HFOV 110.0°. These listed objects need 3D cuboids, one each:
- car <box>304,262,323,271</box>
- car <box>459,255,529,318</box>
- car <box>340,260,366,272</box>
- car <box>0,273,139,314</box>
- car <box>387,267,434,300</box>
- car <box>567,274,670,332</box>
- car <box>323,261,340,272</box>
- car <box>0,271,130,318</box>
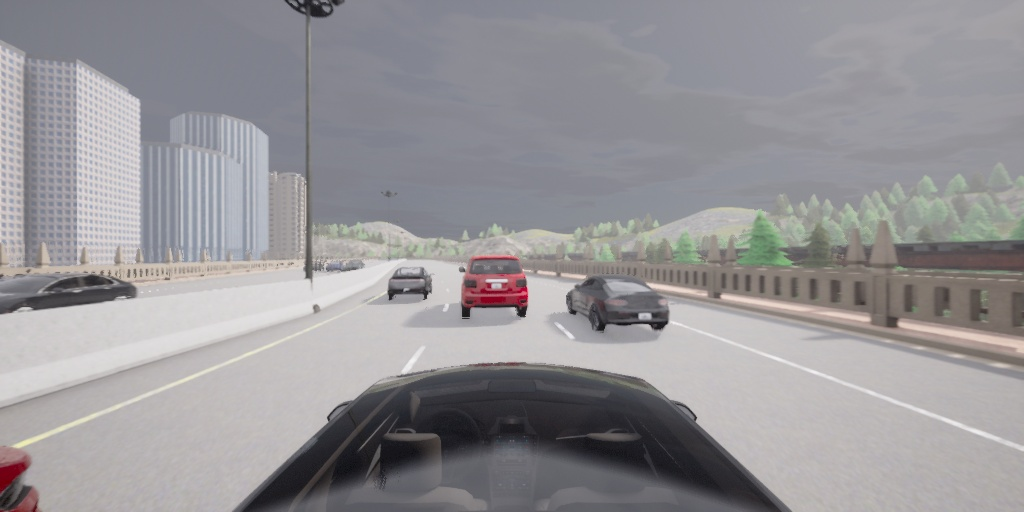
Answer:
[{"bbox_3d":[-29.306,1.523,53.260,1.994,1.385,4.181,0,0,-16],"label":"car"},{"bbox_3d":[-0.777,0.995,13.373,2.150,2.045,5.566,0,0,-7],"label":"car"},{"bbox_3d":[-19.486,1.256,44.600,2.097,1.767,4.553,0,0,-16],"label":"car"},{"bbox_3d":[-14.836,1.334,11.470,1.837,1.490,4.892,0,0,-7],"label":"car"},{"bbox_3d":[-5.052,1.291,18.146,2.128,1.511,4.902,0,0,-10],"label":"car"},{"bbox_3d":[2.981,1.279,10.825,1.812,1.442,4.674,0,0,-5],"label":"car"},{"bbox_3d":[-24.940,1.463,50.761,1.812,1.442,4.674,0,0,-16],"label":"car"},{"bbox_3d":[-18.672,1.397,14.148,2.033,1.411,5.357,0,0,-9],"label":"car"}]
